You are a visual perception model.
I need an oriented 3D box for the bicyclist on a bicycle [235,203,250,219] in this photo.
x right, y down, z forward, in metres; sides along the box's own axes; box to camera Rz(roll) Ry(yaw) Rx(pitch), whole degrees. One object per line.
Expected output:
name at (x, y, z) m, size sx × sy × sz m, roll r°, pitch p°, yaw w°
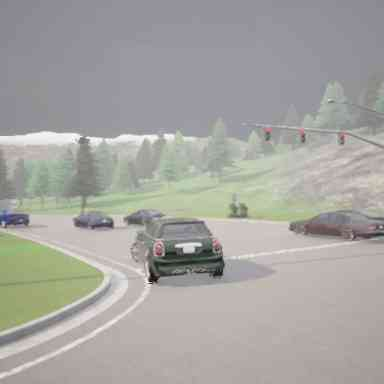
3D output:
bicyclist on a bicycle at (5.337, 1.920, 33.906) m, size 1.656 × 1.620 × 0.582 m, roll 0°, pitch -1°, yaw -40°

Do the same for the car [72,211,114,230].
car at (-7.979, 2.229, 26.726) m, size 1.994 × 1.385 × 4.181 m, roll 0°, pitch -2°, yaw -42°

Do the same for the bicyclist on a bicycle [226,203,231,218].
bicyclist on a bicycle at (4.471, 1.954, 34.923) m, size 1.656 × 1.620 × 0.582 m, roll 0°, pitch -1°, yaw -41°

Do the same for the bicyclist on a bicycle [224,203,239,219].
bicyclist on a bicycle at (4.180, 1.965, 35.260) m, size 1.656 × 1.620 × 0.582 m, roll 0°, pitch -1°, yaw -41°

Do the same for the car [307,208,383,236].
car at (9.874, 1.819, 21.091) m, size 1.812 × 1.442 × 4.674 m, roll 0°, pitch -2°, yaw -34°

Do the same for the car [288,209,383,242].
car at (7.862, 1.812, 18.245) m, size 2.033 × 1.411 × 5.357 m, roll 0°, pitch -1°, yaw -31°

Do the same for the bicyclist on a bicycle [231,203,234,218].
bicyclist on a bicycle at (5.049, 1.931, 34.246) m, size 1.656 × 1.620 × 0.582 m, roll 0°, pitch -1°, yaw -40°

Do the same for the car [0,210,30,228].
car at (-16.395, 2.322, 29.626) m, size 5.008 × 1.535 × 1.882 m, roll -2°, pitch -2°, yaw 37°

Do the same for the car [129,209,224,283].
car at (-0.653, 1.589, 10.781) m, size 2.097 × 1.767 × 4.553 m, roll -1°, pitch -1°, yaw -16°

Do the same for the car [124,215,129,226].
car at (-3.847, 2.145, 27.396) m, size 1.812 × 1.442 × 4.674 m, roll 0°, pitch -2°, yaw -41°
